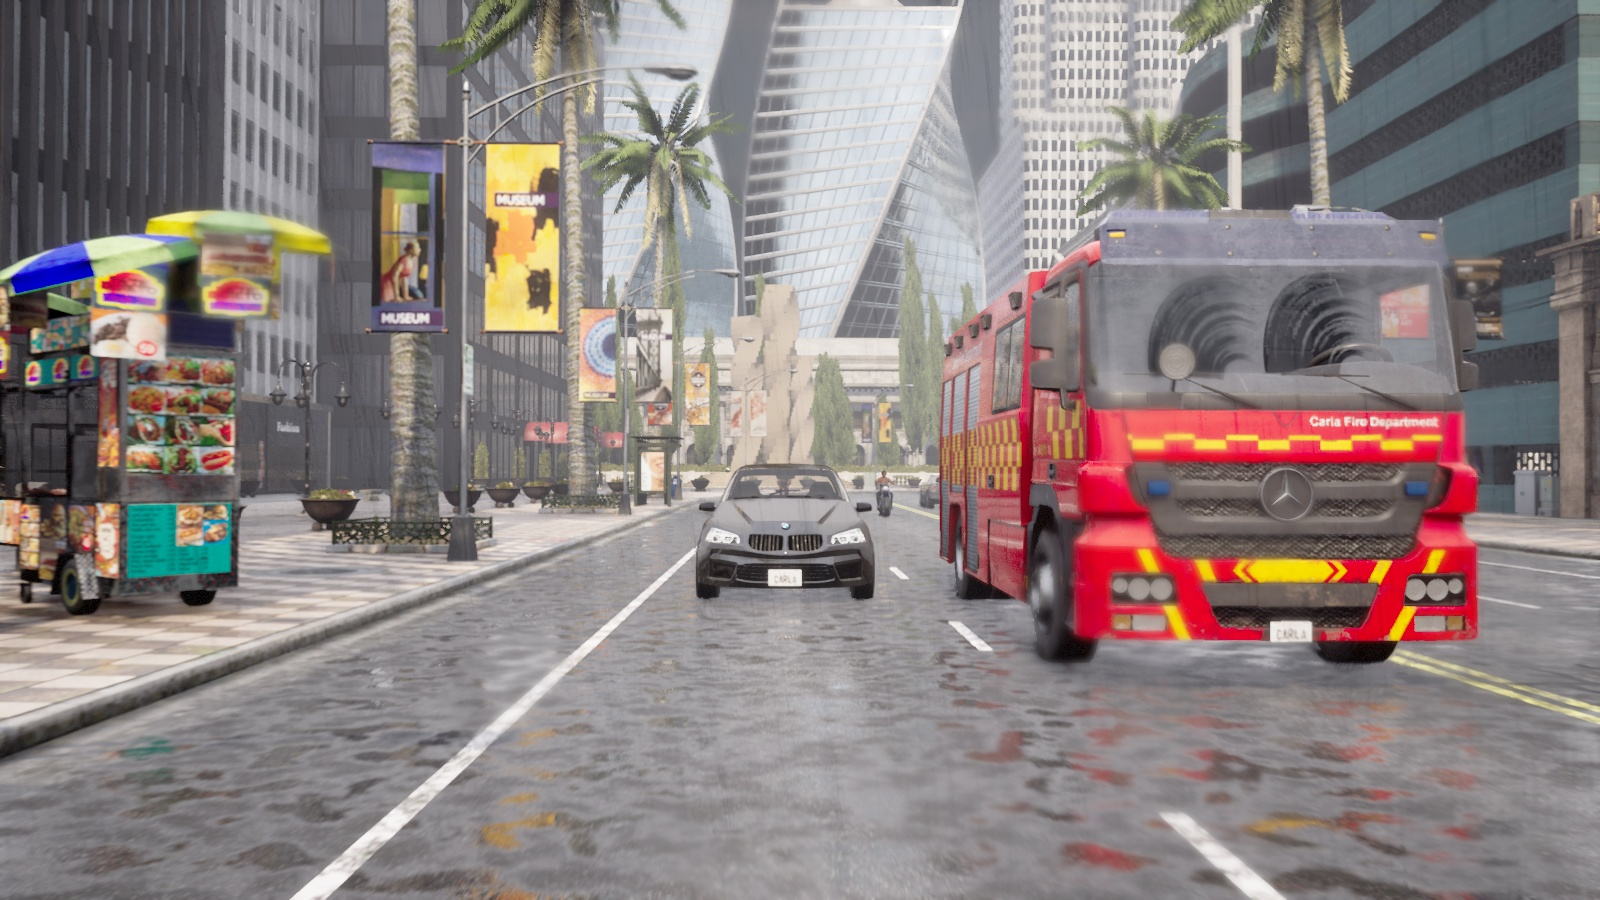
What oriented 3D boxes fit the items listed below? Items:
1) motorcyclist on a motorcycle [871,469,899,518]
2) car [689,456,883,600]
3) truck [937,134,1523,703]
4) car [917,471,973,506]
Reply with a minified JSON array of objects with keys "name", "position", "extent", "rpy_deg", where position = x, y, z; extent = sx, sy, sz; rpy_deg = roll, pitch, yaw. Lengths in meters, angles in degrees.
[{"name":"motorcyclist on a motorcycle","position":[2.939,1.482,43.657],"extent":[0.766,1.649,2.350],"rpy_deg":[0,-1,-1]},{"name":"car","position":[-0.195,0.942,16.874],"extent":[2.242,1.667,4.611],"rpy_deg":[0,-1,-1]},{"name":"truck","position":[3.359,-0.152,12.702],"extent":[2.891,3.827,8.468],"rpy_deg":[0,-1,-1]},{"name":"car","position":[6.282,1.671,54.854],"extent":[1.970,1.475,3.806],"rpy_deg":[0,-1,-1]}]
